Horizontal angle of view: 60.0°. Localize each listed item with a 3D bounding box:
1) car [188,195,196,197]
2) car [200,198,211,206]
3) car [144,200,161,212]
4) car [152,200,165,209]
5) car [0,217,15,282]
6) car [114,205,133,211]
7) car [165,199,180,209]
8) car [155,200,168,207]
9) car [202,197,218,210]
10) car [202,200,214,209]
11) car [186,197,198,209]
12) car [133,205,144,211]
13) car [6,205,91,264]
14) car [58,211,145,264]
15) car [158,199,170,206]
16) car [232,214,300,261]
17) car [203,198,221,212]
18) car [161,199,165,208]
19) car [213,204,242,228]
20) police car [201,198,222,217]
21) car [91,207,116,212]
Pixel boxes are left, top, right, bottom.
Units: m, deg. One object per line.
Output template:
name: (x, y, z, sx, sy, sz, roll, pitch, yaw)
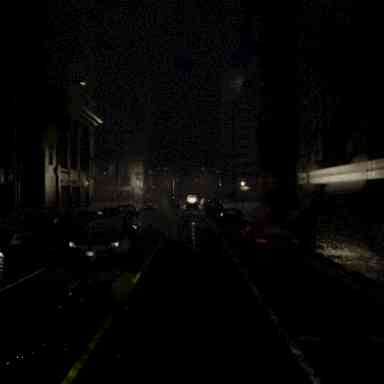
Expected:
car: (0.010, 1.720, 71.476, 2.150, 2.045, 5.566, 0, -1, 0)
car: (2.768, 2.094, 68.817, 1.967, 1.590, 4.097, 0, -1, 0)
car: (-5.760, 1.952, 46.100, 1.752, 1.417, 4.829, 0, -1, 0)
car: (-5.758, 2.105, 57.542, 1.947, 1.339, 4.313, 0, -1, 0)
car: (-5.765, 1.502, 6.816, 1.967, 1.590, 4.097, 0, -1, 0)
car: (-5.762, 1.781, 23.724, 1.947, 1.339, 4.313, 0, -1, 0)
car: (-3.062, 1.858, 54.043, 2.097, 1.767, 4.553, 0, -1, 0)
car: (-5.757, 2.162, 63.178, 1.947, 1.339, 4.313, 0, -1, 0)
car: (2.765, 1.799, 51.910, 2.192, 1.841, 5.009, 0, -1, 0)
car: (2.767, 2.106, 57.544, 1.947, 1.339, 4.313, 0, -1, 0)
car: (0.008, 1.999, 54.294, 2.128, 1.511, 4.902, 0, -1, 0)
car: (-5.762, 1.818, 29.360, 2.008, 1.369, 4.403, 0, -1, 0)
car: (-5.765, 1.428, 12.454, 2.192, 1.841, 5.009, 0, -1, 0)
car: (-3.099, 1.639, 12.477, 1.812, 1.442, 4.674, 0, -1, 0)
car: (-5.757, 2.204, 68.815, 2.008, 1.369, 4.403, 0, -1, 0)
car: (2.761, 1.696, 12.456, 1.802, 1.307, 4.206, 0, -1, 0)
car: (2.764, 1.744, 46.274, 2.192, 1.841, 5.009, 0, -1, 0)
car: (-5.759, 2.065, 51.906, 1.802, 1.307, 4.206, 0, -1, 0)
car: (2.763, 1.798, 23.728, 1.802, 1.307, 4.206, 0, -1, 0)
police car: (2.371, 1.759, 36.365, 1.930, 1.638, 5.238, 0, -1, 0)
car: (-5.763, 1.730, 18.088, 1.947, 1.339, 4.313, 0, -1, 0)
